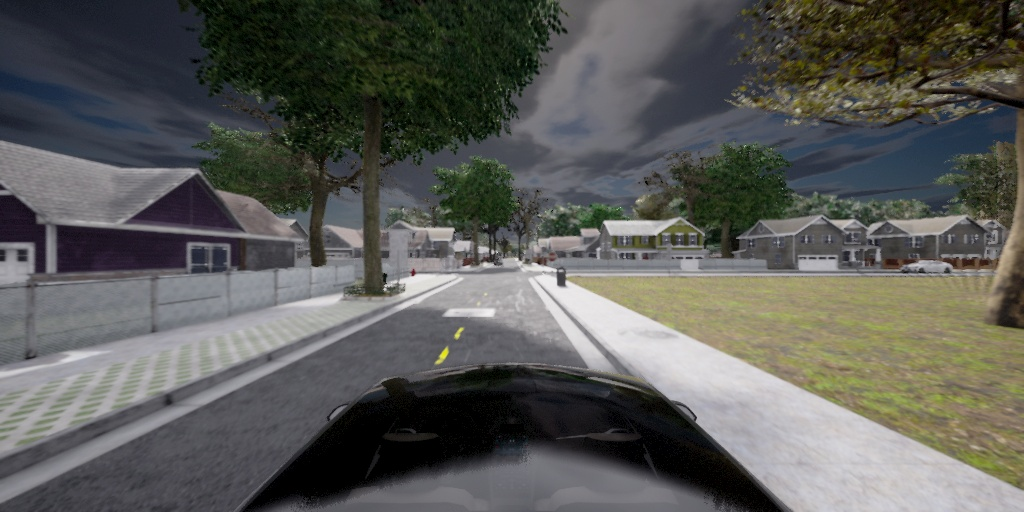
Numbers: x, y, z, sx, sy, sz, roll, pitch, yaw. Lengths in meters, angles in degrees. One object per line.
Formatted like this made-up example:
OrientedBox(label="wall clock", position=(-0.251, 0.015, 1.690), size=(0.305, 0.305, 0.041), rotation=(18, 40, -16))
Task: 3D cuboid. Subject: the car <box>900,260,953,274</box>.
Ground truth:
OrientedBox(label="car", position=(46.653, 1.227, 40.370), size=(4.674, 1.442, 1.812), rotation=(0, 0, 0))
